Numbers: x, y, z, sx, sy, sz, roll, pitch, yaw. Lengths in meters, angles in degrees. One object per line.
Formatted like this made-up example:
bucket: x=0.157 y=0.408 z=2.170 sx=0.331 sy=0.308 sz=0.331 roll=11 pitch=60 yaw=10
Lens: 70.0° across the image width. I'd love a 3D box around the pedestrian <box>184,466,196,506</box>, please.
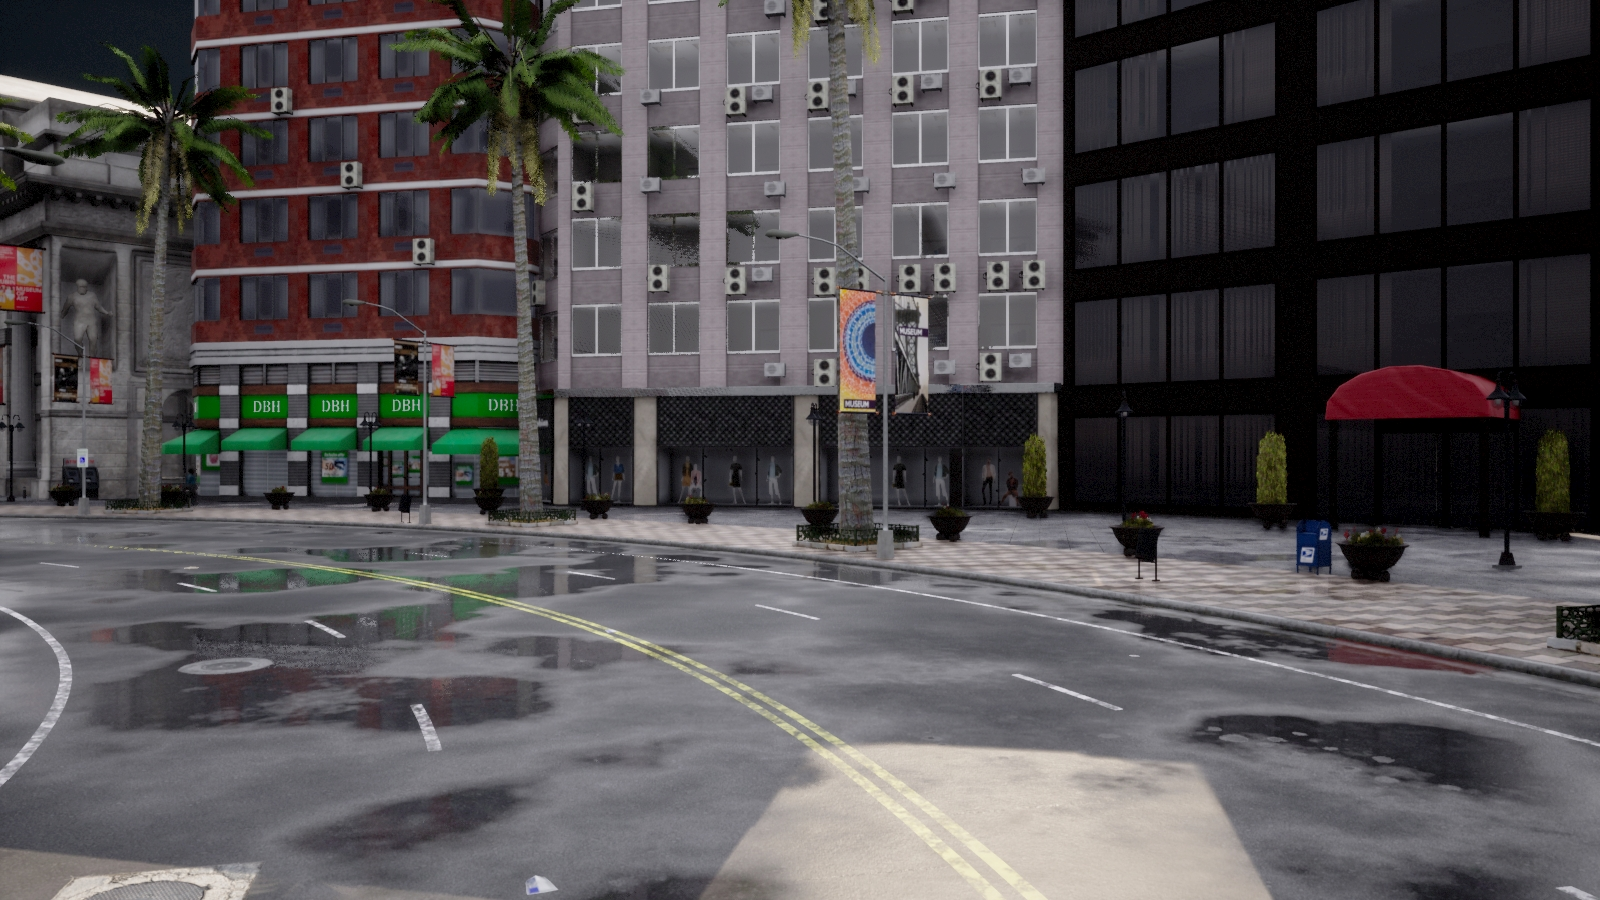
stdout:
pedestrian: x=-28.793 y=1.703 z=53.932 sx=0.375 sy=1.860 sz=0.375 roll=0 pitch=0 yaw=11
